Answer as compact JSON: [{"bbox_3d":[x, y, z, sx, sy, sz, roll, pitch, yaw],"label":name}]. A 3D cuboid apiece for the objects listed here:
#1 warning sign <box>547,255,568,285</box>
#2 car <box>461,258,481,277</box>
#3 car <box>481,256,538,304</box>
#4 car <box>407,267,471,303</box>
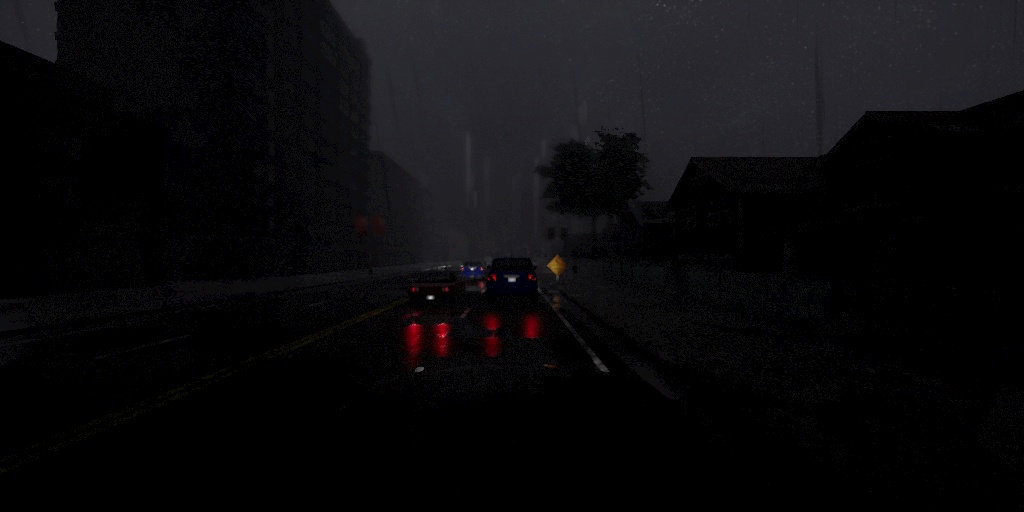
[{"bbox_3d":[2.850,0.866,22.476,1.300,1.860,1.060,0,0,0],"label":"warning sign"},{"bbox_3d":[-3.250,1.118,31.471,2.097,1.767,4.553,0,0,0],"label":"car"},{"bbox_3d":[0.000,1.009,16.530,2.150,2.045,5.566,0,0,0],"label":"car"},{"bbox_3d":[-3.250,1.367,16.530,1.895,1.301,4.718,0,0,0],"label":"car"}]
